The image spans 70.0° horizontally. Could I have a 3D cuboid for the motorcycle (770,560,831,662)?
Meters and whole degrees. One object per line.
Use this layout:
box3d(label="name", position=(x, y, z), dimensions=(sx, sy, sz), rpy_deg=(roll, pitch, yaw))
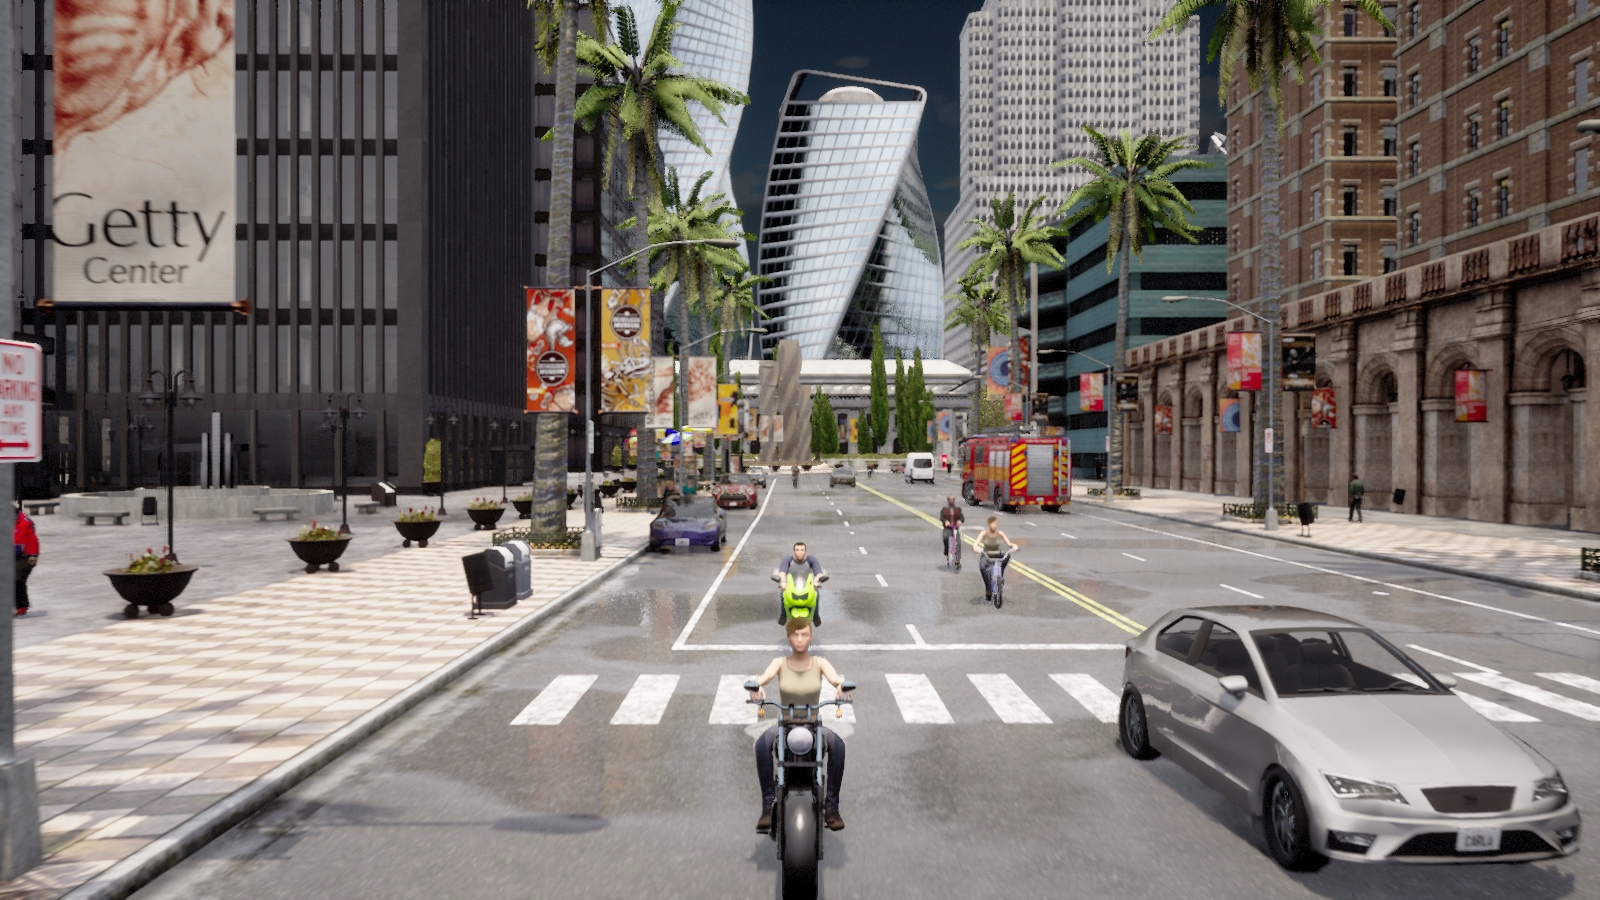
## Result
box3d(label="motorcycle", position=(0.002, 2.212, 16.010), dimensions=(0.803, 1.145, 2.033), rpy_deg=(0, 0, 0))

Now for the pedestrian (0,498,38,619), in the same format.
box3d(label="pedestrian", position=(-12.343, 1.703, 18.038), dimensions=(0.375, 1.860, 0.375), rpy_deg=(0, 0, -3))

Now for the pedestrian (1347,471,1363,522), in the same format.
box3d(label="pedestrian", position=(20.241, 1.696, 41.661), dimensions=(0.375, 1.860, 0.375), rpy_deg=(0, 0, 0))

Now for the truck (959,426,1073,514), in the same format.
box3d(label="truck", position=(10.099, 0.889, 54.473), dimensions=(2.891, 3.827, 8.468), rpy_deg=(0, 0, -7))

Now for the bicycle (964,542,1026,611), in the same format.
box3d(label="bicycle", position=(3.496, 2.256, 20.619), dimensions=(0.859, 1.080, 1.487), rpy_deg=(0, 0, 0))

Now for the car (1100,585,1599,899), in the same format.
box3d(label="car", position=(3.967, 2.065, 9.033), dimensions=(1.816, 1.474, 4.193), rpy_deg=(0, 0, -4))

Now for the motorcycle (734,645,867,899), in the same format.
box3d(label="motorcycle", position=(0.003, 2.170, 7.781), dimensions=(0.764, 1.277, 2.356), rpy_deg=(0, 0, 0))
